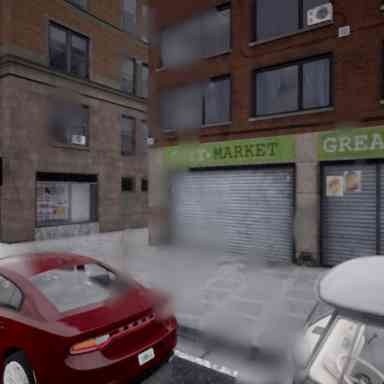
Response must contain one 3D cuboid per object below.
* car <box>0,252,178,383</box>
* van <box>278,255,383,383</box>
[{"bbox_3d":[-2.282,1.543,4.701,4.507,1.381,1.887,0,0,35],"label":"car"},{"bbox_3d":[2.329,1.341,1.417,3.998,1.788,1.690,0,0,35],"label":"van"}]
